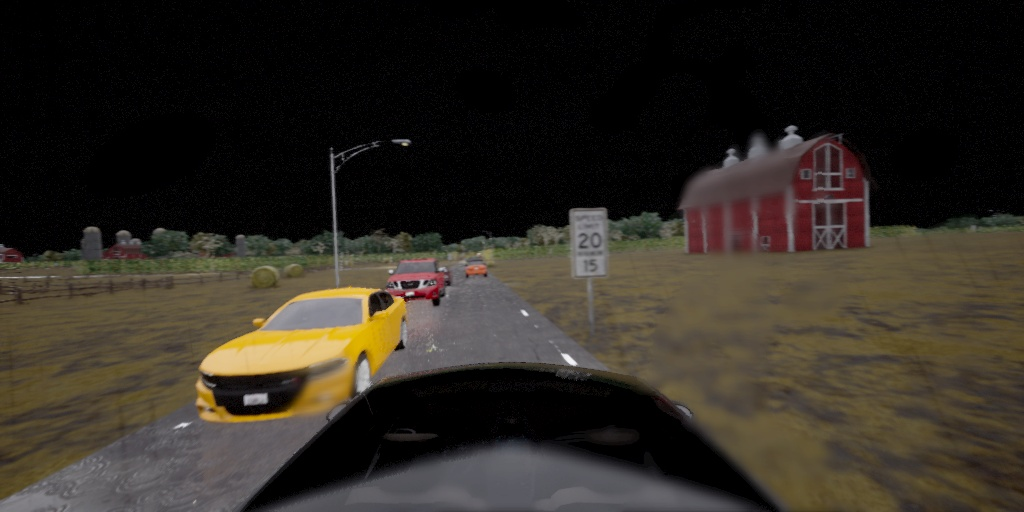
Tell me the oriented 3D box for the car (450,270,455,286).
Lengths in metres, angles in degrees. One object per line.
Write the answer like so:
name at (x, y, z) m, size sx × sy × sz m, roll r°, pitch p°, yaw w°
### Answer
car at (-5.459, 1.477, 26.901) m, size 1.812 × 1.442 × 4.674 m, roll -2°, pitch 0°, yaw -6°

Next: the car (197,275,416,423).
car at (-3.180, 1.354, 6.523) m, size 1.882 × 1.535 × 5.008 m, roll -2°, pitch 0°, yaw -7°

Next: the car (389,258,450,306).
car at (-4.362, 1.137, 16.910) m, size 2.150 × 2.045 × 5.566 m, roll -2°, pitch 0°, yaw -7°

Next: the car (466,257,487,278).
car at (-3.674, 1.211, 36.793) m, size 2.097 × 1.767 × 4.553 m, roll -2°, pitch 0°, yaw -6°
